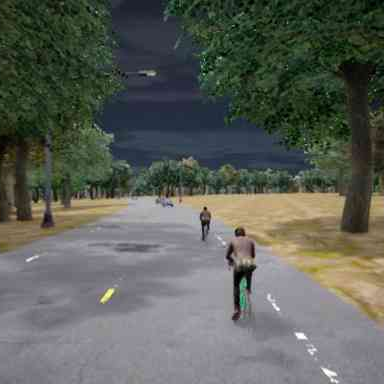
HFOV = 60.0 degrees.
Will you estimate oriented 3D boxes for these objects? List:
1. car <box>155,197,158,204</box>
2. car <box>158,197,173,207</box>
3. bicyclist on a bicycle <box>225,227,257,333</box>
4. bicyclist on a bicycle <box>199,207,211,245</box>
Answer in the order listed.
[{"bbox_3d":[-7.105,1.940,73.647,2.128,1.511,4.902,0,-1,-11],"label":"car"},{"bbox_3d":[-4.311,1.831,57.661,2.033,1.411,5.357,0,0,-8],"label":"car"},{"bbox_3d":[0.874,1.461,5.865,0.582,1.620,1.656,0,0,-1],"label":"bicyclist on a bicycle"},{"bbox_3d":[0.609,1.489,14.866,0.582,1.620,1.656,0,-1,-2],"label":"bicyclist on a bicycle"}]
